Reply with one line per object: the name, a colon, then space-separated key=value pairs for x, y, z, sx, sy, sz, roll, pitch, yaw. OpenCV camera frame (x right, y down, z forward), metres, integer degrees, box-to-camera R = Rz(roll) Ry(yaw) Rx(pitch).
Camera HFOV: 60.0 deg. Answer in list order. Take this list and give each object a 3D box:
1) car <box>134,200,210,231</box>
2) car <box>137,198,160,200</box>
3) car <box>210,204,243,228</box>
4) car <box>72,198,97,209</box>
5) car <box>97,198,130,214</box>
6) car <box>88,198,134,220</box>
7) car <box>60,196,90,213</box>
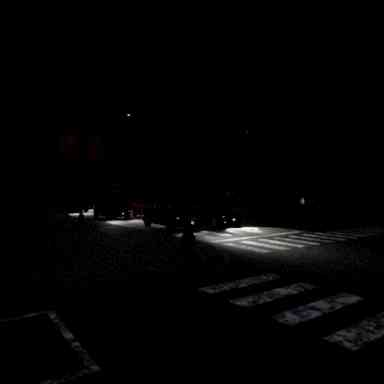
car: x=-1.407 y=1.468 z=20.706 sx=2.128 sy=1.511 sz=4.902 roll=0 pitch=0 yaw=-36
car: x=-3.540 y=1.312 z=29.248 sx=2.097 sy=1.767 sz=4.553 roll=0 pitch=0 yaw=-36
car: x=1.446 y=1.537 z=22.303 sx=1.994 sy=1.385 sz=4.181 roll=0 pitch=0 yaw=-36
car: x=-14.430 y=1.533 z=44.475 sx=1.895 sy=1.301 sz=4.718 roll=0 pitch=0 yaw=-35
car: x=-8.669 y=1.472 z=36.404 sx=1.812 sy=1.442 sz=4.674 roll=0 pitch=0 yaw=-36
car: x=-6.898 y=1.467 z=28.352 sx=1.837 sy=1.490 sz=4.892 roll=0 pitch=0 yaw=-36
car: x=-13.118 y=1.494 z=37.009 sx=2.033 sy=1.411 sz=5.357 roll=0 pitch=0 yaw=-36
